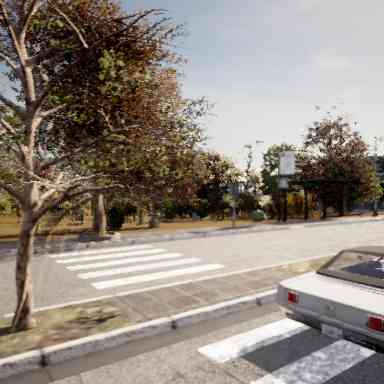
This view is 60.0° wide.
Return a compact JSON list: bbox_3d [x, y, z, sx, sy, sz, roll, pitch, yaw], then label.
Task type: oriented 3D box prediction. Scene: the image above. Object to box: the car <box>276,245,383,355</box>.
[{"bbox_3d":[3.708,1.615,5.794,4.718,1.301,1.895,0,0,-36],"label":"car"}]
